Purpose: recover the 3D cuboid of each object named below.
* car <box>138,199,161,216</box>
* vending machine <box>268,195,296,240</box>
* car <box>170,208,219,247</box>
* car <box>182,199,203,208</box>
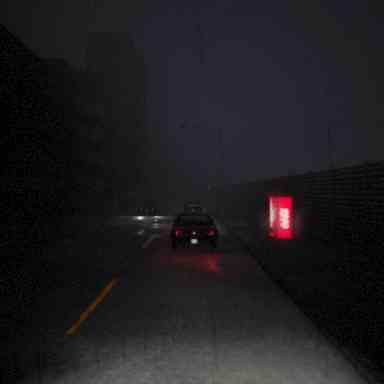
[{"bbox_3d":[-4.113,1.483,32.638,1.837,1.490,4.892,0,0,0],"label":"car"},{"bbox_3d":[4.289,1.181,15.972,1.100,2.100,0.880,0,0,0],"label":"vending machine"},{"bbox_3d":[0.084,1.590,14.905,1.895,1.301,4.718,0,0,0],"label":"car"},{"bbox_3d":[0.077,1.466,33.378,2.128,1.511,4.902,0,0,0],"label":"car"}]
